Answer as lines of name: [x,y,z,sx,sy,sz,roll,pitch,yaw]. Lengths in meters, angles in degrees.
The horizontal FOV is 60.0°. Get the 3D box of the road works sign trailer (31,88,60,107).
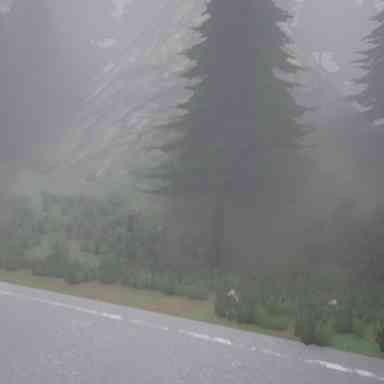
road works sign trailer: [-12.402,-8.809,26.316,2.380,3.560,2.880,-13,14,27]
